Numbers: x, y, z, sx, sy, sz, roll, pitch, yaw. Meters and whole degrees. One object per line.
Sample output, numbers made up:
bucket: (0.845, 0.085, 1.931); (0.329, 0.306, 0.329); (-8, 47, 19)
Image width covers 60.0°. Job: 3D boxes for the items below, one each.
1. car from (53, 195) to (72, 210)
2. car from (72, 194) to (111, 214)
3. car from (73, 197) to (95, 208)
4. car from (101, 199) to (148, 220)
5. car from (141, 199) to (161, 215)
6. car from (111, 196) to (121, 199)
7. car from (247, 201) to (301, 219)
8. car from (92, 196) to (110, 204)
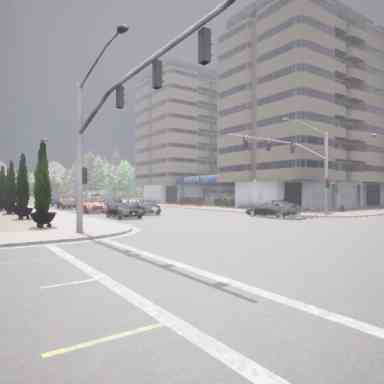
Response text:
car: (-16.405, 1.524, 43.519); (1.812, 1.442, 4.674); (0, 0, -35)
car: (-10.767, 1.351, 35.386); (2.097, 1.767, 4.553); (0, 0, -35)
car: (-15.964, 1.503, 49.028); (1.837, 1.490, 4.892); (0, 0, -34)
car: (-5.811, 1.562, 28.252); (1.994, 1.385, 4.181); (0, 0, -35)
car: (-4.834, 1.490, 32.975); (2.128, 1.511, 4.902); (0, 0, -35)
car: (-10.078, 1.503, 40.532); (1.837, 1.490, 4.892); (0, 0, -35)
car: (6.977, 1.489, 28.897); (2.128, 1.511, 4.902); (0, 0, -42)
car: (-17.472, 1.502, 63.783); (1.837, 1.490, 4.892); (0, 0, -34)
